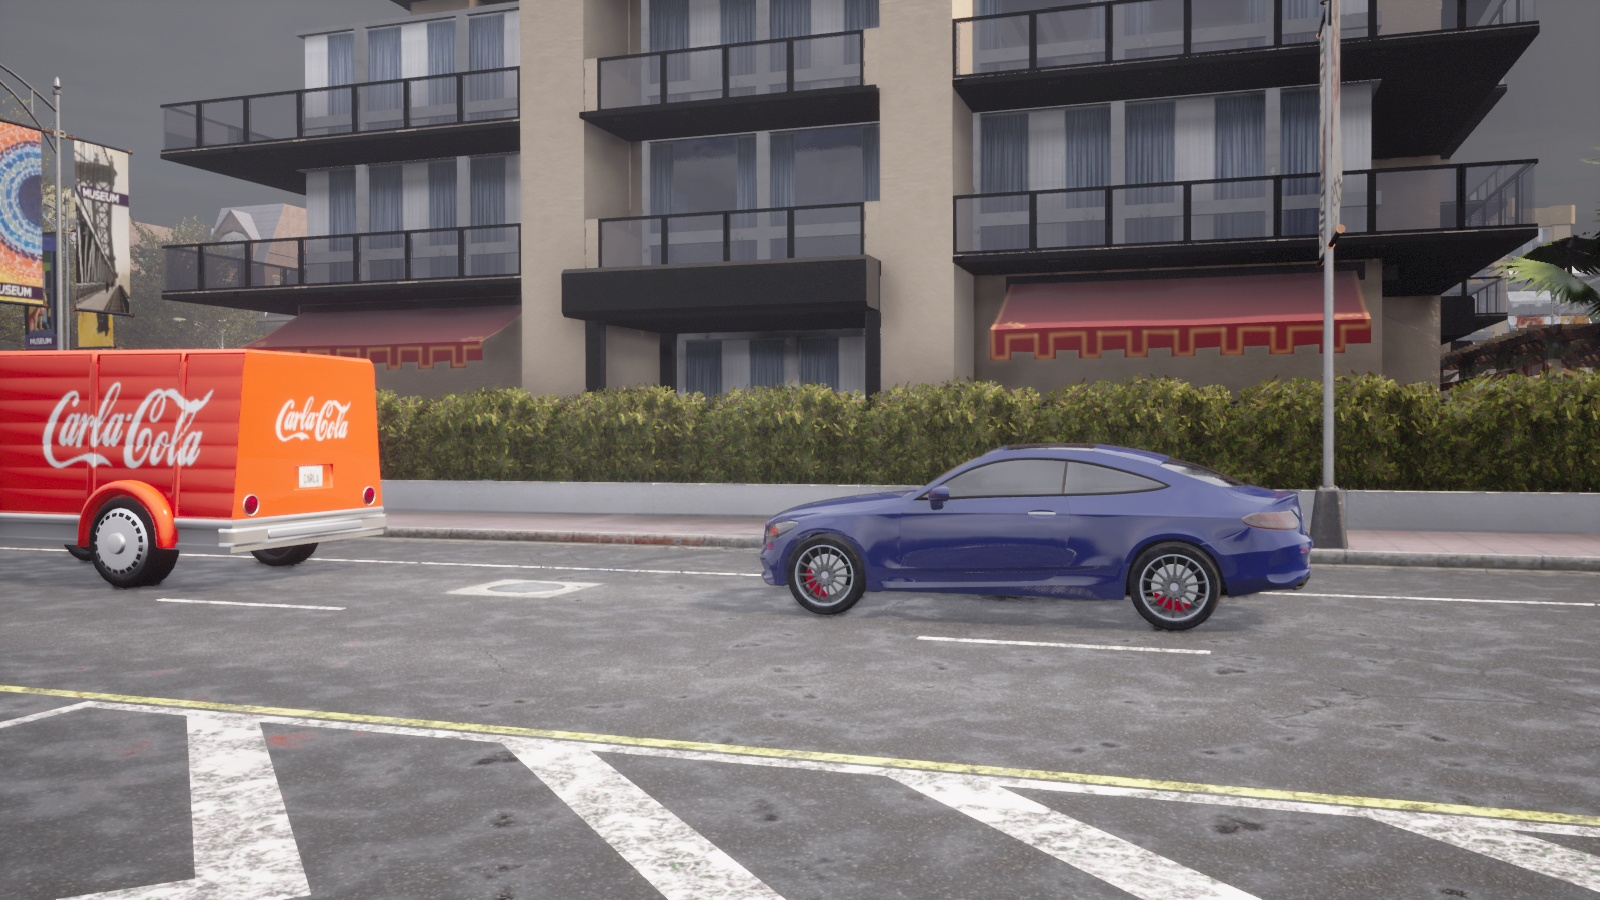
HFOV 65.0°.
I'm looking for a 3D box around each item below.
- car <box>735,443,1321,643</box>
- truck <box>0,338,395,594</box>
[{"bbox_3d":[1.945,0.684,10.949,4.674,1.442,1.812,0,1,18],"label":"car"},{"bbox_3d":[-7.585,0.092,14.151,5.204,2.467,2.627,1,1,19],"label":"truck"}]
